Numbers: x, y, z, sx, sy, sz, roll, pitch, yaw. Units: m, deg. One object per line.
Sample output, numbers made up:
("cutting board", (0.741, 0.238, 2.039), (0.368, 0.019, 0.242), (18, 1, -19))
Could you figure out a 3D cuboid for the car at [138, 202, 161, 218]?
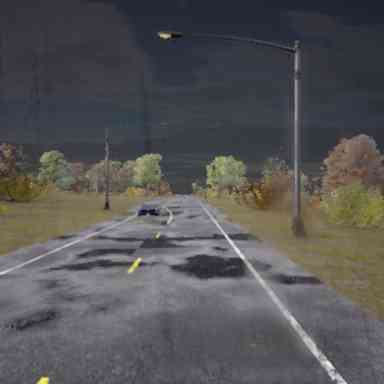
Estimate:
("car", (-3.816, 1.617, 30.307), (1.895, 1.301, 4.718), (0, 0, -3))
